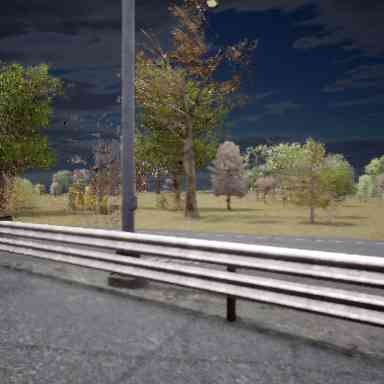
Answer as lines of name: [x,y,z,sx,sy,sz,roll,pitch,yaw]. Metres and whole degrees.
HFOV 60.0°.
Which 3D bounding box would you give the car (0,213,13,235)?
car: [-11.887,1.551,17.672,5.008,1.535,1.882,1,0,20]
